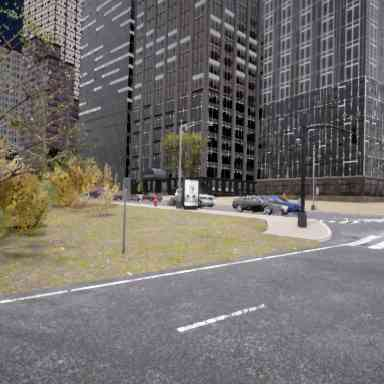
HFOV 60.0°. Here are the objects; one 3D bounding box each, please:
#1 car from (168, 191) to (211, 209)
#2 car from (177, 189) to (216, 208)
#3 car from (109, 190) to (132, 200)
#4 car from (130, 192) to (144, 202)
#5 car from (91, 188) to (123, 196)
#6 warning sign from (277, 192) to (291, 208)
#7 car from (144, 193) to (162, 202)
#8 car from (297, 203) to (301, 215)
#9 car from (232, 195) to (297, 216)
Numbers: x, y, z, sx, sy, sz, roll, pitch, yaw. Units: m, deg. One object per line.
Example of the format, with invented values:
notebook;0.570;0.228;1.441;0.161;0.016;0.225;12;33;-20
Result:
car;-0.564;0.930;33.511;1.994;1.385;4.181;3;-1;-40
car;0.302;0.659;37.555;2.150;2.045;5.566;3;-1;-40
car;-13.629;0.505;63.390;2.097;1.767;4.553;3;-1;-43
car;-9.439;0.692;48.895;1.812;1.442;4.674;3;0;-41
car;-12.684;0.249;47.696;2.150;2.045;5.566;3;-1;-41
warning sign;10.960;0.990;39.546;1.300;1.860;1.060;2;-1;-40
car;-6.802;0.865;55.895;1.812;1.442;4.674;3;-1;-41
car;7.278;1.114;29.094;1.882;1.535;5.008;3;-1;-39
car;5.335;1.027;26.324;2.128;1.511;4.902;3;-1;-39
